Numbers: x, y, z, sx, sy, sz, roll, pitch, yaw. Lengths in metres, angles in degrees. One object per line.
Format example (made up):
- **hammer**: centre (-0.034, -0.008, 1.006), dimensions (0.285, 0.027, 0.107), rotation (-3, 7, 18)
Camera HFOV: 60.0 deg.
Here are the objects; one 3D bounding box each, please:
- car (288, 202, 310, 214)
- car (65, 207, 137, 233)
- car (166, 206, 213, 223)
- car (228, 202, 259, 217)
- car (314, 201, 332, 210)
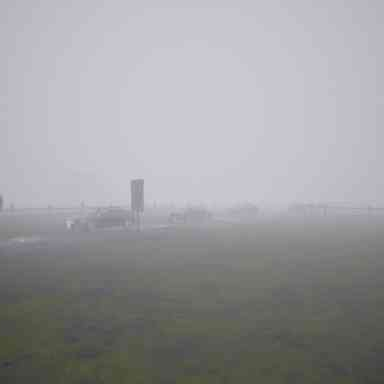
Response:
- **car**: centre (14.265, 2.055, 44.359), dimensions (1.837, 1.490, 4.892), rotation (-1, -1, 35)
- **car**: centre (-5.699, 1.714, 21.224), dimensions (2.128, 1.511, 4.902), rotation (-1, -1, 35)
- **car**: centre (-0.145, 1.943, 29.080), dimensions (1.895, 1.301, 4.718), rotation (-1, -1, 35)
- **car**: centre (5.809, 1.947, 37.492), dimensions (1.882, 1.535, 5.008), rotation (-1, -1, 35)
- **car**: centre (21.828, 2.257, 55.072), dimensions (2.033, 1.411, 5.357), rotation (-1, -1, 36)
